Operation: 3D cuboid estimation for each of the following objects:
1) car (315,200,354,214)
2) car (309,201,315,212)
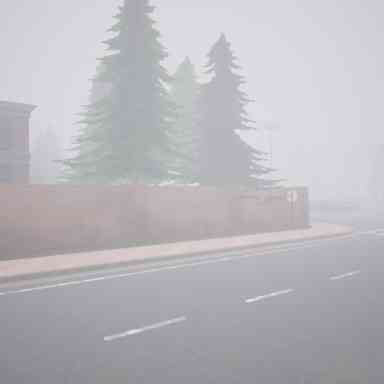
[{"bbox_3d":[14.833,1.547,36.600,2.033,1.411,5.357,0,0,-35],"label":"car"},{"bbox_3d":[10.572,1.505,36.562,1.837,1.490,4.892,0,0,-35],"label":"car"}]
